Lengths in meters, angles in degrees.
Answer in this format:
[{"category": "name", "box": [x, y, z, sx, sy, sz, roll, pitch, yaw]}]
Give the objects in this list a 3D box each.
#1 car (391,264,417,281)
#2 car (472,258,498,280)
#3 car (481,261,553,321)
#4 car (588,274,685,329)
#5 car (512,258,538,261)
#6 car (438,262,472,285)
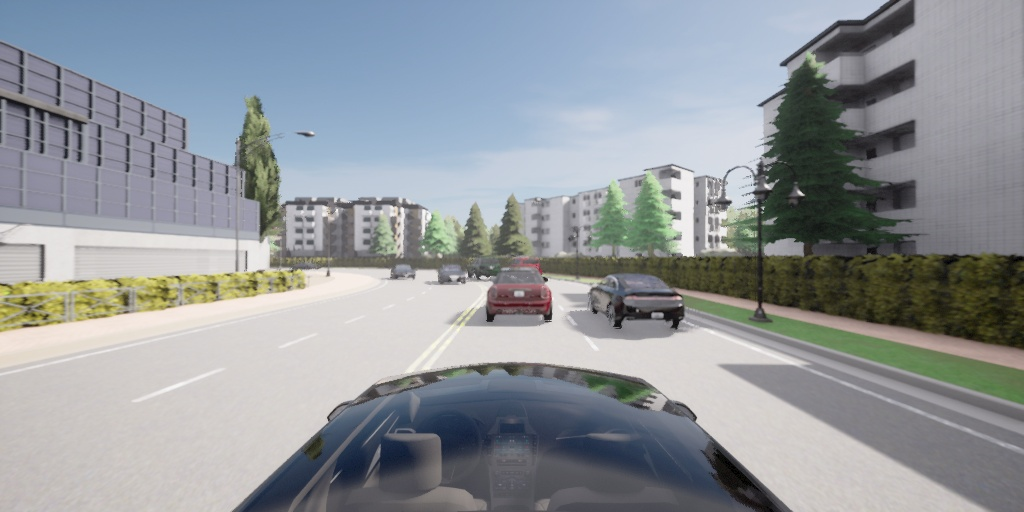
[{"category": "car", "box": [-10.132, 1.476, 33.311, 1.812, 1.442, 4.674, 0, -1, -24]}, {"category": "car", "box": [-2.783, 1.187, 34.360, 2.150, 2.045, 5.566, 1, -1, -20]}, {"category": "car", "box": [0.249, 1.176, 12.915, 2.097, 1.767, 4.553, 0, 0, 1]}, {"category": "car", "box": [3.736, 1.312, 11.522, 2.128, 1.511, 4.902, 0, 0, 1]}, {"category": "car", "box": [0.952, 1.190, 34.227, 2.150, 2.045, 5.566, 0, 0, -19]}, {"category": "car", "box": [-4.687, 1.411, 27.774, 2.128, 1.511, 4.902, 0, 0, -14]}]
